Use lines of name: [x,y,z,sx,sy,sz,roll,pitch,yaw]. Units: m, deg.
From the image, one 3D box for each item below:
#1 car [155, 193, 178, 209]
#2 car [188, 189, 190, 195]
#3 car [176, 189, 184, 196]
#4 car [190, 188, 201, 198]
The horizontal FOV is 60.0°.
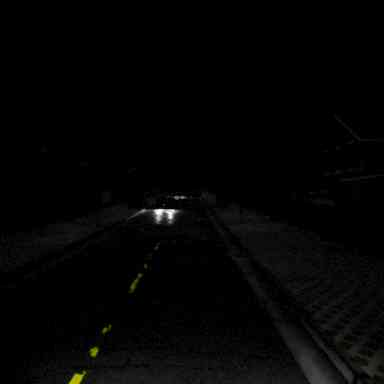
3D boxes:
car: [-2.849,1.098,35.807,1.994,1.385,4.181,0,1,0]
car: [-0.007,-0.069,85.955,2.033,1.411,5.357,0,1,0]
car: [-2.756,0.088,76.349,2.128,1.511,4.902,0,1,0]
car: [0.957,0.394,68.034,1.812,1.442,4.674,0,1,0]
